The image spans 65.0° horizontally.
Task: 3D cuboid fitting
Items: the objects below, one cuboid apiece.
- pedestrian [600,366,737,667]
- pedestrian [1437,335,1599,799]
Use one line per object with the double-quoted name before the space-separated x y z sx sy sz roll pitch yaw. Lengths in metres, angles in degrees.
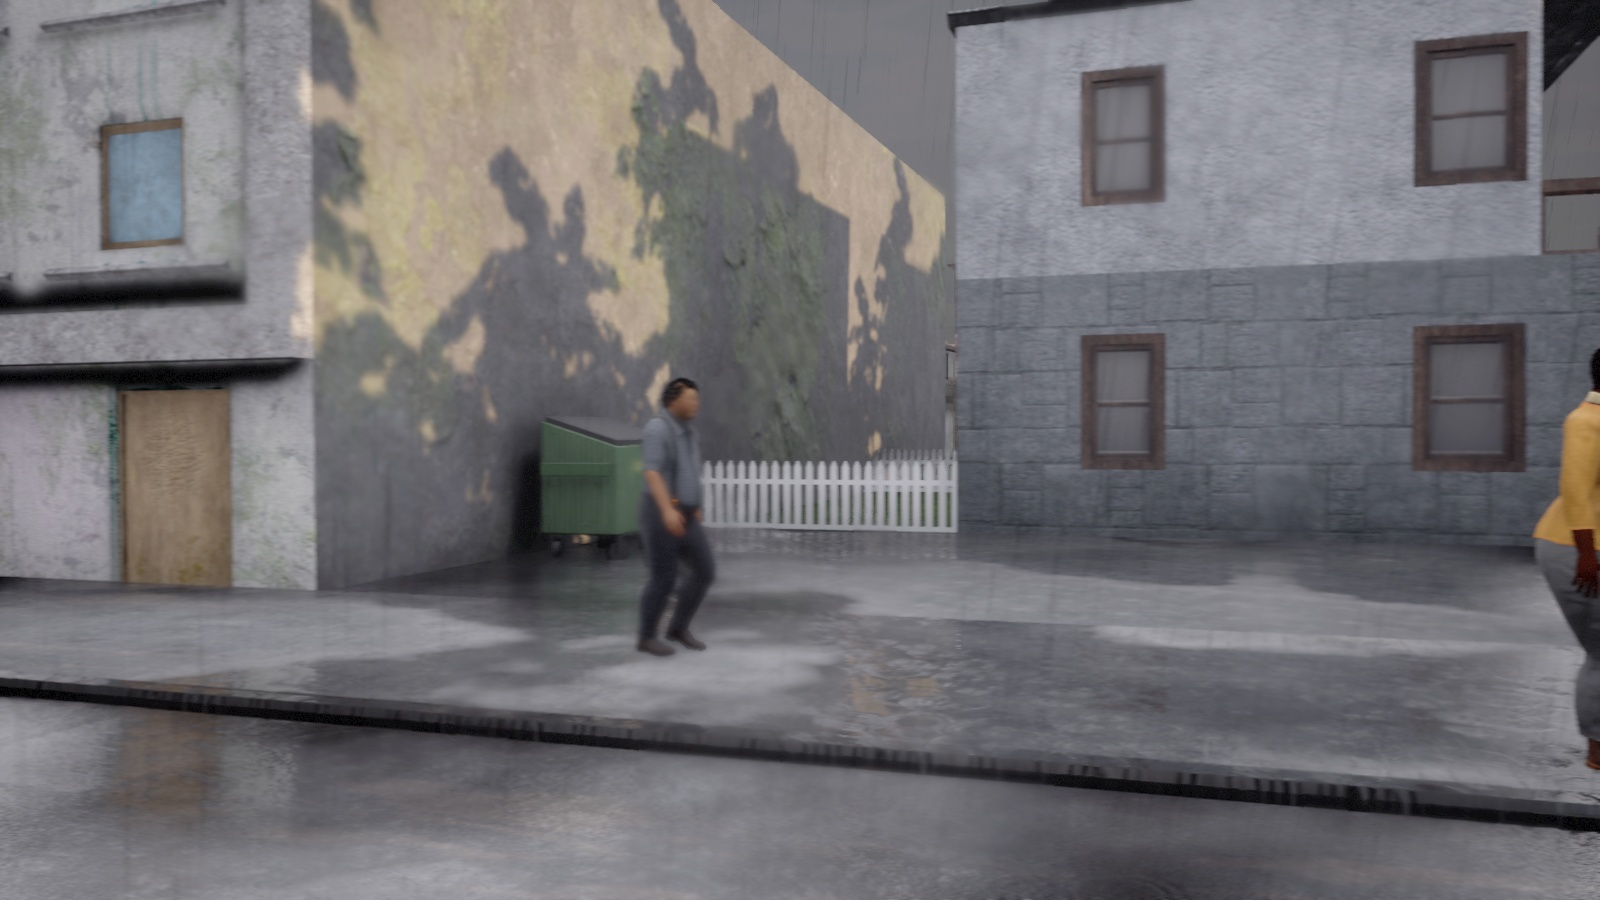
"pedestrian" -0.847 0.403 8.116 0.694 1.848 0.540 1 1 30
"pedestrian" 3.426 0.462 5.433 0.874 1.855 0.900 -1 1 -39
